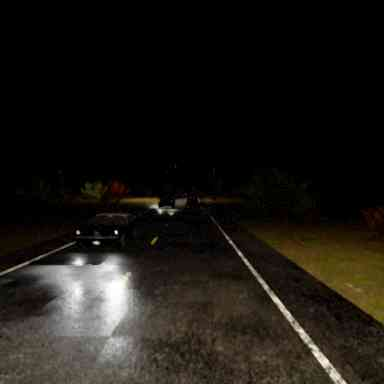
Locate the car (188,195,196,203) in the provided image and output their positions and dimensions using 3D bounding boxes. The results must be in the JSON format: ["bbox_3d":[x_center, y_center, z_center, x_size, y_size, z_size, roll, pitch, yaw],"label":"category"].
[{"bbox_3d":[0.013,1.530,74.242,1.837,1.490,4.892,0,1,0],"label":"car"}]

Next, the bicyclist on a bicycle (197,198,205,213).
[{"bbox_3d":[0.952,1.458,36.518,0.866,1.612,1.509,0,0,0],"label":"bicyclist on a bicycle"}]

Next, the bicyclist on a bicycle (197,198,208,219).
[{"bbox_3d":[0.967,1.386,27.105,0.659,1.776,1.843,0,1,0],"label":"bicyclist on a bicycle"}]

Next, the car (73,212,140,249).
[{"bbox_3d":[-3.597,1.610,14.751,1.895,1.301,4.718,0,0,0],"label":"car"}]

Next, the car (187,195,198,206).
[{"bbox_3d":[0.087,1.598,56.564,1.994,1.385,4.181,0,0,0],"label":"car"}]

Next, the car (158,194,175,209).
[{"bbox_3d":[-3.551,1.250,47.555,2.150,2.045,5.566,0,0,1],"label":"car"}]
